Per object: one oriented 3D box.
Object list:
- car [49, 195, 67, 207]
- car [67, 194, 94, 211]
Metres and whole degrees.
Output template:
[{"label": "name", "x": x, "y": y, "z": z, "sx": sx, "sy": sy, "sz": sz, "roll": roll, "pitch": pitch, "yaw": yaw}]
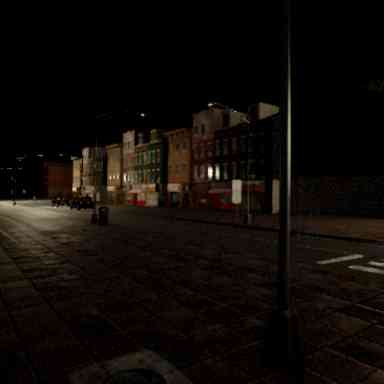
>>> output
[{"label": "car", "x": -19.708, "y": 1.503, "z": 49.955, "sx": 1.837, "sy": 1.490, "sz": 4.892, "roll": 1, "pitch": -1, "yaw": -36}, {"label": "car", "x": -13.723, "y": 1.355, "z": 41.756, "sx": 2.097, "sy": 1.767, "sz": 4.553, "roll": 1, "pitch": -1, "yaw": -35}]
